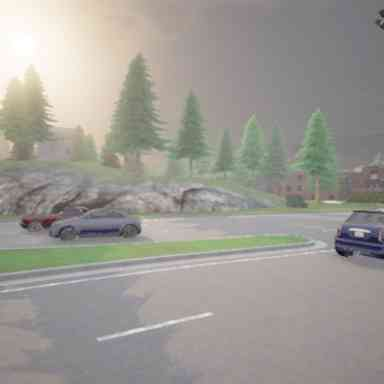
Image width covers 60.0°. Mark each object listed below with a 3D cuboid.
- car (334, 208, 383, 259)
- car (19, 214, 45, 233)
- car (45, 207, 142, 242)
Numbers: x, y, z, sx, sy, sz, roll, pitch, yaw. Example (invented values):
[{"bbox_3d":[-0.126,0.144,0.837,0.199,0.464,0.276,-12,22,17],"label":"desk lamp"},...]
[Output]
[{"bbox_3d":[7.040,1.324,11.216,4.553,1.767,2.097,0,0,-27],"label":"car"},{"bbox_3d":[-6.922,1.508,18.570,4.718,1.301,1.895,0,0,-16],"label":"car"},{"bbox_3d":[-4.467,1.488,15.733,4.181,1.385,1.994,0,0,-18],"label":"car"}]
